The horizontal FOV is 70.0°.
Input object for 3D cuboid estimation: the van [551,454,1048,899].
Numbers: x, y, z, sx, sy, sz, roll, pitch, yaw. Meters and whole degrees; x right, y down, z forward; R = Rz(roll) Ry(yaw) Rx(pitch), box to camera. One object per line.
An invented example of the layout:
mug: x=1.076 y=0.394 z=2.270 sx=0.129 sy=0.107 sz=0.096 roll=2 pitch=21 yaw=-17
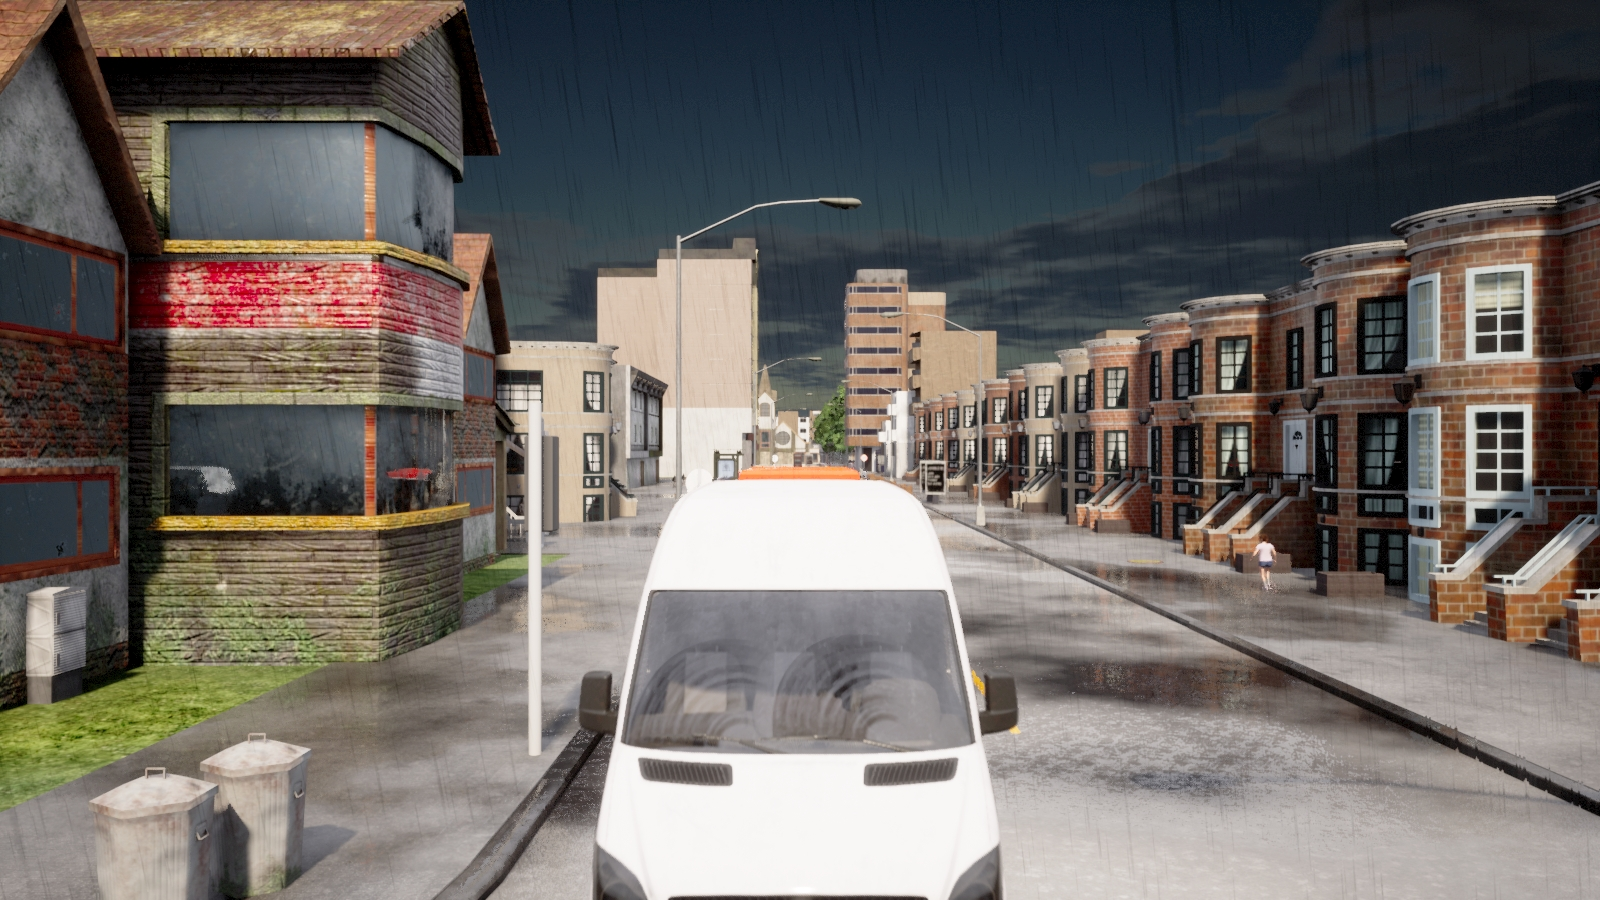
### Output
van: x=-0.003 y=1.314 z=7.536 sx=1.988 sy=2.561 sz=5.915 roll=0 pitch=0 yaw=0

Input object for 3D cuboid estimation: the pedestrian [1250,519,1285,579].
pedestrian: x=9.024 y=1.904 z=22.071 sx=0.500 sy=1.100 sz=0.500 roll=0 pitch=0 yaw=4
